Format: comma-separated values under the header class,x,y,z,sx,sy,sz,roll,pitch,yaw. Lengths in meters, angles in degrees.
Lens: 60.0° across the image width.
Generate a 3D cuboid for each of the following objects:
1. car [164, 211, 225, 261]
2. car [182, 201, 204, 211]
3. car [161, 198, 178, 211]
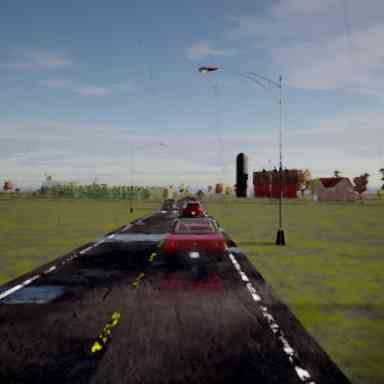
class,x,y,z,sx,sy,sz,roll,pitch,yaw
car,0.088,1.615,12.278,1.895,1.301,4.718,0,0,0
car,0.104,1.570,29.865,1.812,1.442,4.674,0,0,0
car,-2.818,1.579,42.501,1.837,1.490,4.892,0,-1,0
